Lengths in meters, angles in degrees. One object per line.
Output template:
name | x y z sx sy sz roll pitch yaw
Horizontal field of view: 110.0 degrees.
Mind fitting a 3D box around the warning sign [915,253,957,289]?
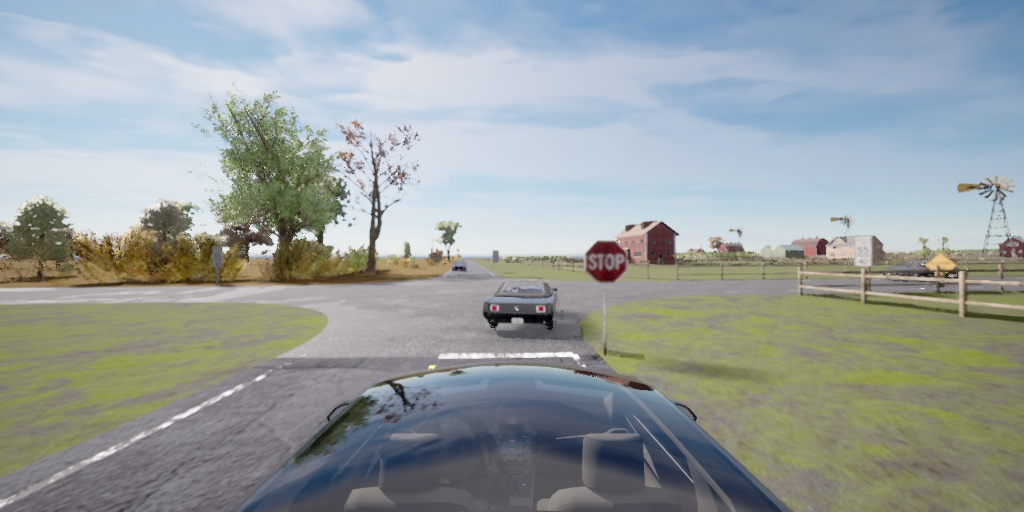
warning sign | 22.580 0.768 18.853 1.060 1.860 1.300 0 0 -5

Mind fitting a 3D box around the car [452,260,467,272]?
car | -7.688 1.378 52.431 2.097 1.767 4.553 0 0 -7

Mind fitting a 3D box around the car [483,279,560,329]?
car | 0.512 1.397 11.473 1.895 1.301 4.718 0 0 9

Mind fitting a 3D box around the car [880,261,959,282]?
car | 30.240 1.112 26.641 4.892 1.490 1.837 -1 0 -4
